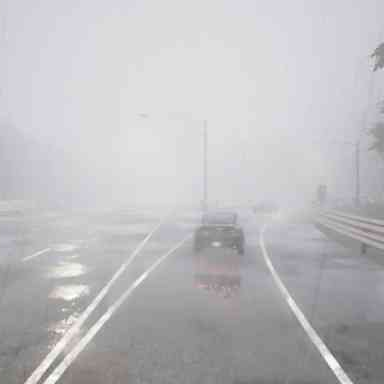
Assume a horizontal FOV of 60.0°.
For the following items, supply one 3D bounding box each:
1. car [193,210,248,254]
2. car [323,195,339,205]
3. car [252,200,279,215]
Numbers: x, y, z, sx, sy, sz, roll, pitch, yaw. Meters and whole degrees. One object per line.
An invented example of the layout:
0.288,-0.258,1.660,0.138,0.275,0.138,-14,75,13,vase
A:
1.232,1.516,13.640,1.837,1.490,4.892,-1,0,10,car
24.842,1.405,59.895,2.097,1.767,4.553,0,0,42,car
7.837,1.583,35.267,2.033,1.411,5.357,0,0,25,car
